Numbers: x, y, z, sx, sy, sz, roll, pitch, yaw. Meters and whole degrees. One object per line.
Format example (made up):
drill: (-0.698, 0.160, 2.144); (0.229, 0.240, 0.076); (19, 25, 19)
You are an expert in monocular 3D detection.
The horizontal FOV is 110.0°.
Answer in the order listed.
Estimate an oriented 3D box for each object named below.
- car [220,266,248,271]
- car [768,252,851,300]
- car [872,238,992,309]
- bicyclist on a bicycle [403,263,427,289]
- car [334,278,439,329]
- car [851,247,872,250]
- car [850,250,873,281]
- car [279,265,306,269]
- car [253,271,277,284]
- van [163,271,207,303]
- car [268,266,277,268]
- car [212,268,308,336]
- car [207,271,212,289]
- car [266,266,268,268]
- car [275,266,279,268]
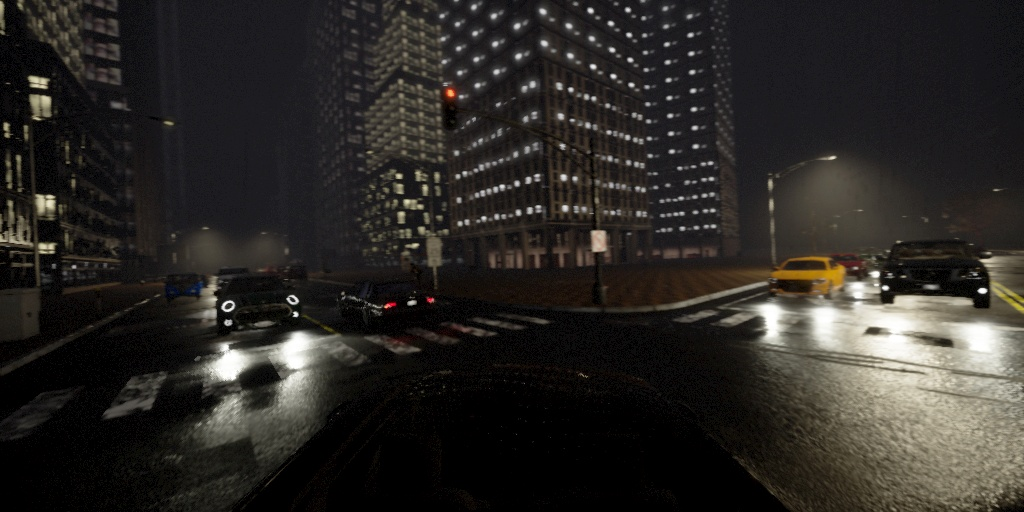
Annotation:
car: (-21.452, 1.817, 27.706); (2.150, 2.045, 5.566); (-3, 0, -39)
car: (12.118, 0.799, 14.677); (5.008, 1.535, 1.882); (-2, 0, -41)
car: (13.986, 0.453, 12.009); (5.566, 2.045, 2.150); (-2, 0, -41)
bicyclist on a bicycle: (-6.162, 1.249, 22.818); (1.656, 1.620, 0.582); (-3, 0, -39)
car: (-4.462, 1.456, 12.198); (2.033, 1.411, 5.357); (-3, 0, -40)
car: (26.881, 0.118, 27.422); (4.553, 1.767, 2.097); (-2, 0, -41)
car: (19.241, 0.580, 20.824); (4.674, 1.442, 1.812); (-2, 0, -41)
car: (-24.599, 2.006, 40.718); (2.192, 1.841, 5.009); (0, 0, -39)
car: (-28.562, 2.461, 41.433); (1.895, 1.301, 4.718); (-3, 0, -39)
van: (-20.538, 1.914, 22.556); (1.690, 1.789, 3.998); (0, 0, -39)
car: (-31.622, 2.282, 49.283); (2.192, 1.841, 5.009); (0, 0, -39)
car: (-8.636, 1.441, 12.103); (2.097, 1.767, 4.553); (-3, 0, -40)
car: (-31.071, 2.554, 35.402); (1.948, 1.339, 4.313); (0, 0, -39)
car: (-35.132, 2.671, 53.566); (1.948, 1.339, 4.313); (0, 0, -39)
car: (-28.110, 2.375, 45.000); (1.888, 1.381, 4.507); (0, 0, -39)
